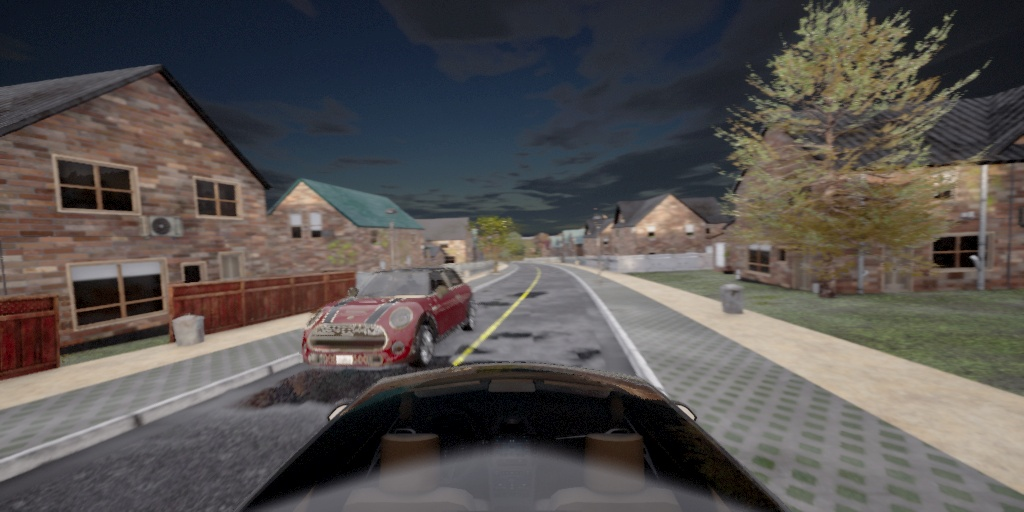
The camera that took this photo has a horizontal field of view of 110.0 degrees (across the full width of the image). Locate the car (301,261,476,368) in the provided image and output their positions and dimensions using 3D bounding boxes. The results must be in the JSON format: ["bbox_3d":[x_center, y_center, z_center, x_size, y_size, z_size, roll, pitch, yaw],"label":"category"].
[{"bbox_3d":[-2.302,1.032,7.863,2.097,1.767,4.553,-2,0,9],"label":"car"}]
